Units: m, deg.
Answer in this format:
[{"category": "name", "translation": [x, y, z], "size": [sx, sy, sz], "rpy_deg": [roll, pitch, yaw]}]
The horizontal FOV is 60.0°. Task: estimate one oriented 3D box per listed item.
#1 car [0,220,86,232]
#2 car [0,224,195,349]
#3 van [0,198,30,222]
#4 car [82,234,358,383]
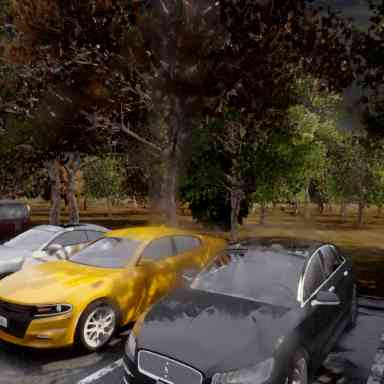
[{"category": "car", "translation": [-3.380, 1.522, 8.164], "size": [2.002, 1.452, 4.674], "rpy_deg": [0, 0, 35]}, {"category": "car", "translation": [-1.108, 1.481, 6.551], "size": [2.097, 1.535, 5.008], "rpy_deg": [0, 0, 35]}, {"category": "van", "translation": [-7.987, 1.256, 11.295], "size": [1.878, 1.987, 4.442], "rpy_deg": [0, 0, 35]}, {"category": "car", "translation": [1.162, 1.482, 4.938], "size": [2.231, 1.521, 4.892], "rpy_deg": [0, 0, 35]}]
